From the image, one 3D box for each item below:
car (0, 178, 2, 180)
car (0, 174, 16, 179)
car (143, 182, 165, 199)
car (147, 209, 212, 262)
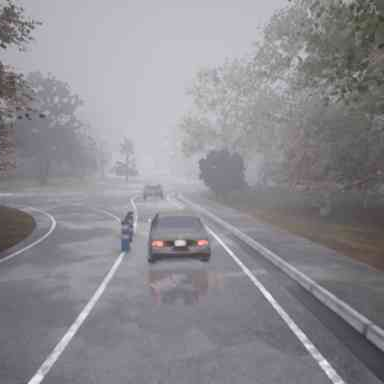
[{"bbox_3d":[-23.558,-0.534,36.772,4.674,1.442,1.812,1,6,15],"label":"car"},{"bbox_3d":[-37.297,-3.126,65.909,1.994,1.385,4.181,3,5,29],"label":"car"},{"bbox_3d":[-3.729,-0.212,32.644,2.128,1.511,4.902,0,5,-5],"label":"car"},{"bbox_3d":[-0.519,1.280,11.160,2.033,1.411,5.357,0,2,-5],"label":"car"}]
